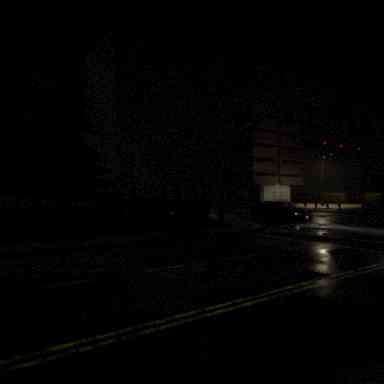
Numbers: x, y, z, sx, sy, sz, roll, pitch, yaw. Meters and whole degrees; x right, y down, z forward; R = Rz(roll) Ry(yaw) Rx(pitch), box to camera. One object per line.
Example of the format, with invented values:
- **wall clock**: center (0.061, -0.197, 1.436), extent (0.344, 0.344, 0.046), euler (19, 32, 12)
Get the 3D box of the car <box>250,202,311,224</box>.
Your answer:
- **car**: center (6.535, 1.492, 24.944), extent (2.128, 1.511, 4.902), euler (0, 0, -35)
